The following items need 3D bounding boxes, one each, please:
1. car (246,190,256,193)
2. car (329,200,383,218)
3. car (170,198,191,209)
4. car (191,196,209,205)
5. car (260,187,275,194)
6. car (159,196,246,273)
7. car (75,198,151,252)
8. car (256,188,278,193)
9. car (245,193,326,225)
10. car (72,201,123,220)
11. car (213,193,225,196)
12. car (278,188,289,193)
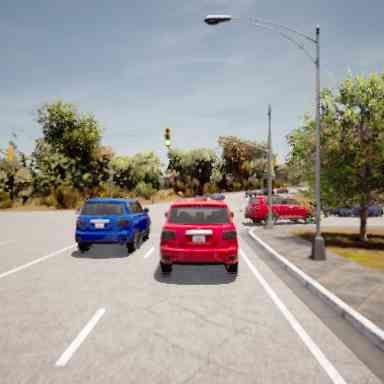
[{"bbox_3d":[14.063,0.374,78.334,2.128,1.511,4.902,0,3,33],"label":"car"},{"bbox_3d":[15.653,1.657,31.390,4.181,1.385,1.994,-1,0,3],"label":"car"},{"bbox_3d":[-1.643,1.732,50.976,1.994,1.385,4.181,0,1,16],"label":"car"},{"bbox_3d":[1.483,1.475,60.491,1.812,1.442,4.674,0,2,20],"label":"car"},{"bbox_3d":[19.724,-0.337,86.826,1.812,1.442,4.674,0,3,38],"label":"car"},{"bbox_3d":[0.232,1.269,10.959,2.150,2.045,5.566,0,0,1],"label":"car"},{"bbox_3d":[-3.186,1.285,14.379,2.150,2.045,5.566,0,0,1],"label":"car"},{"bbox_3d":[17.381,0.031,77.058,2.150,2.045,5.566,0,3,33],"label":"car"},{"bbox_3d":[6.670,1.333,24.573,5.566,2.045,2.150,0,-2,-16],"label":"car"},{"bbox_3d":[-8.680,1.629,30.227,4.902,1.511,2.128,0,-1,41],"label":"car"},{"bbox_3d":[5.493,1.044,69.877,1.812,1.442,4.674,0,3,25],"label":"car"},{"bbox_3d":[23.327,-0.369,85.811,1.812,1.442,4.674,0,3,38],"label":"car"}]
